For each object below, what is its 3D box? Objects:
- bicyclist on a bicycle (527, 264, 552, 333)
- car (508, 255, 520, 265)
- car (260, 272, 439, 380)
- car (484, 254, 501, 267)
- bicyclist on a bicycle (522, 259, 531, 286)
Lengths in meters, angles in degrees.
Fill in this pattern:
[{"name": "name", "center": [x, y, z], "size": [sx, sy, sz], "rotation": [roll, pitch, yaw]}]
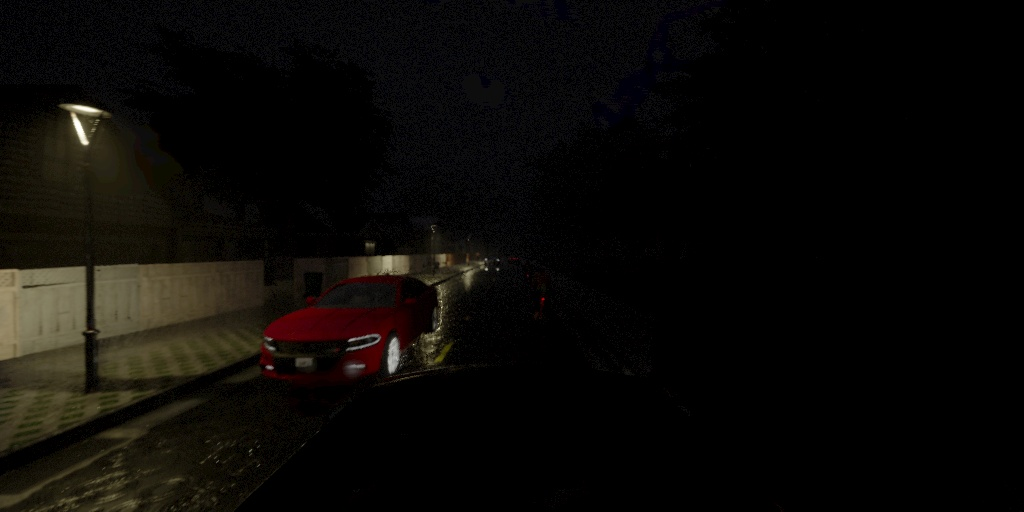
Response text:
[{"name": "bicyclist on a bicycle", "center": [0.781, 1.106, 9.354], "size": [0.582, 1.620, 1.656], "rotation": [0, 0, 0]}, {"name": "car", "center": [0.284, 0.586, 55.967], "size": [2.128, 1.511, 4.902], "rotation": [0, 1, 0]}, {"name": "car", "center": [-2.832, 1.155, 7.402], "size": [1.882, 1.535, 5.008], "rotation": [0, 1, 0]}, {"name": "car", "center": [-2.668, 0.520, 49.535], "size": [2.097, 1.767, 4.553], "rotation": [0, 1, 0]}, {"name": "bicyclist on a bicycle", "center": [0.812, 0.996, 18.354], "size": [0.582, 1.620, 1.656], "rotation": [0, 0, 0]}]
